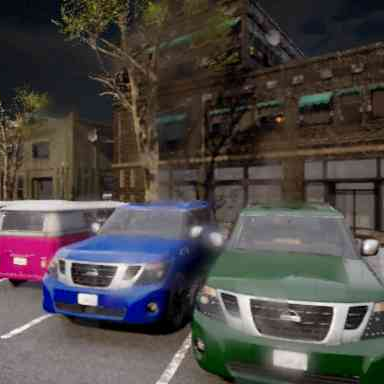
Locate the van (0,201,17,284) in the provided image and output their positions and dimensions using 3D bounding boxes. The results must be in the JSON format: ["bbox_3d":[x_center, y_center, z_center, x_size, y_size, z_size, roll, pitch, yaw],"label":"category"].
[{"bbox_3d":[-3.134,1.269,9.320,1.878,1.987,4.442,0,-1,16],"label":"van"}]

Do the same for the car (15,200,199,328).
[{"bbox_3d":[-0.756,1.240,7.459,2.435,2.045,5.566,1,-1,16],"label":"car"}]

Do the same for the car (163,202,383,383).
[{"bbox_3d":[1.651,1.237,5.738,2.435,2.045,5.566,1,-1,16],"label":"car"}]
